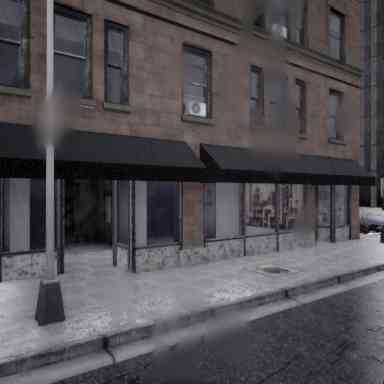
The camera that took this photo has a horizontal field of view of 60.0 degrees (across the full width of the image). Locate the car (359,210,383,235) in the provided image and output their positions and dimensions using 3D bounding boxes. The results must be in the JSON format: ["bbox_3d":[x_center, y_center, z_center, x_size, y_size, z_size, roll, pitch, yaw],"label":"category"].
[{"bbox_3d":[8.755,1.560,19.345,2.033,1.411,5.357,0,0,-35],"label":"car"}]
